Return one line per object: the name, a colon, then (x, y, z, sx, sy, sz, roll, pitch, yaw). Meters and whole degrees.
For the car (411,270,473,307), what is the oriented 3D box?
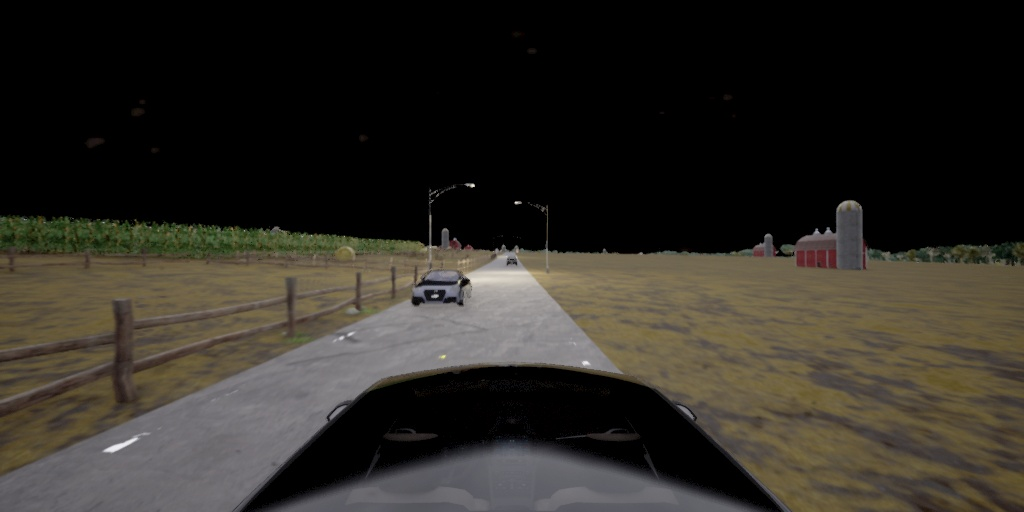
car: (-2.820, 1.278, 15.162, 1.994, 1.385, 4.181, 0, 0, 0)

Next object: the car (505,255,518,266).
car: (-0.013, 0.877, 60.453, 1.837, 1.490, 4.892, 0, 1, 0)
